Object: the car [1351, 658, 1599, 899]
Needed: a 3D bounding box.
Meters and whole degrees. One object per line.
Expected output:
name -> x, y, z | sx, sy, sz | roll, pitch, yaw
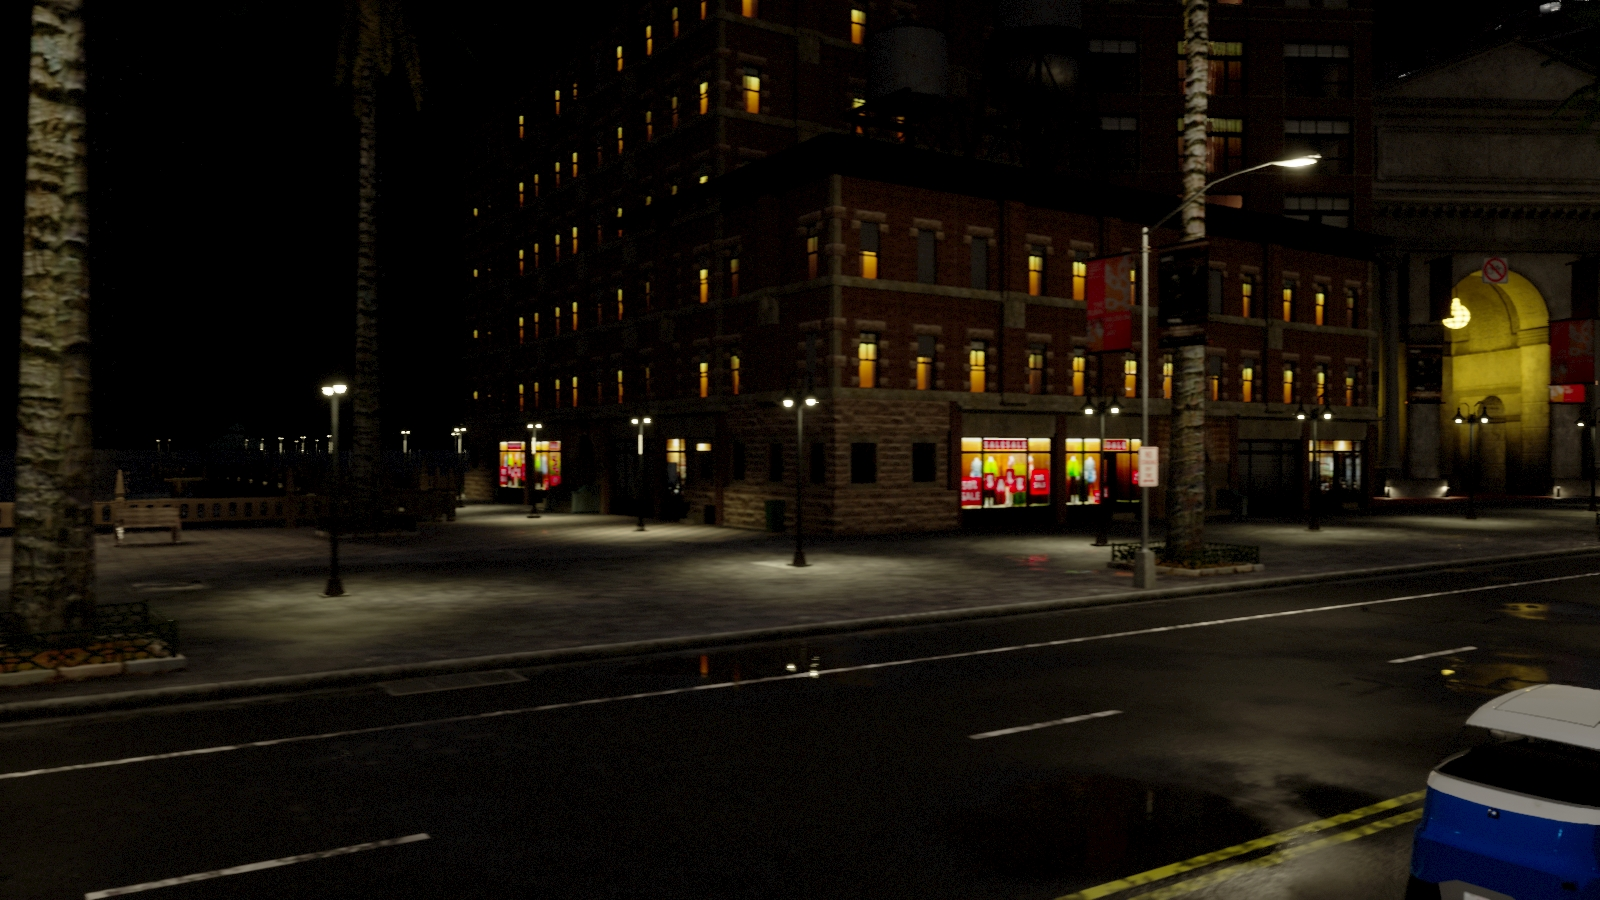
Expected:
car -> 4.551, 2.120, 6.671 | 2.207, 1.376, 1.481 | 0, 0, -33
